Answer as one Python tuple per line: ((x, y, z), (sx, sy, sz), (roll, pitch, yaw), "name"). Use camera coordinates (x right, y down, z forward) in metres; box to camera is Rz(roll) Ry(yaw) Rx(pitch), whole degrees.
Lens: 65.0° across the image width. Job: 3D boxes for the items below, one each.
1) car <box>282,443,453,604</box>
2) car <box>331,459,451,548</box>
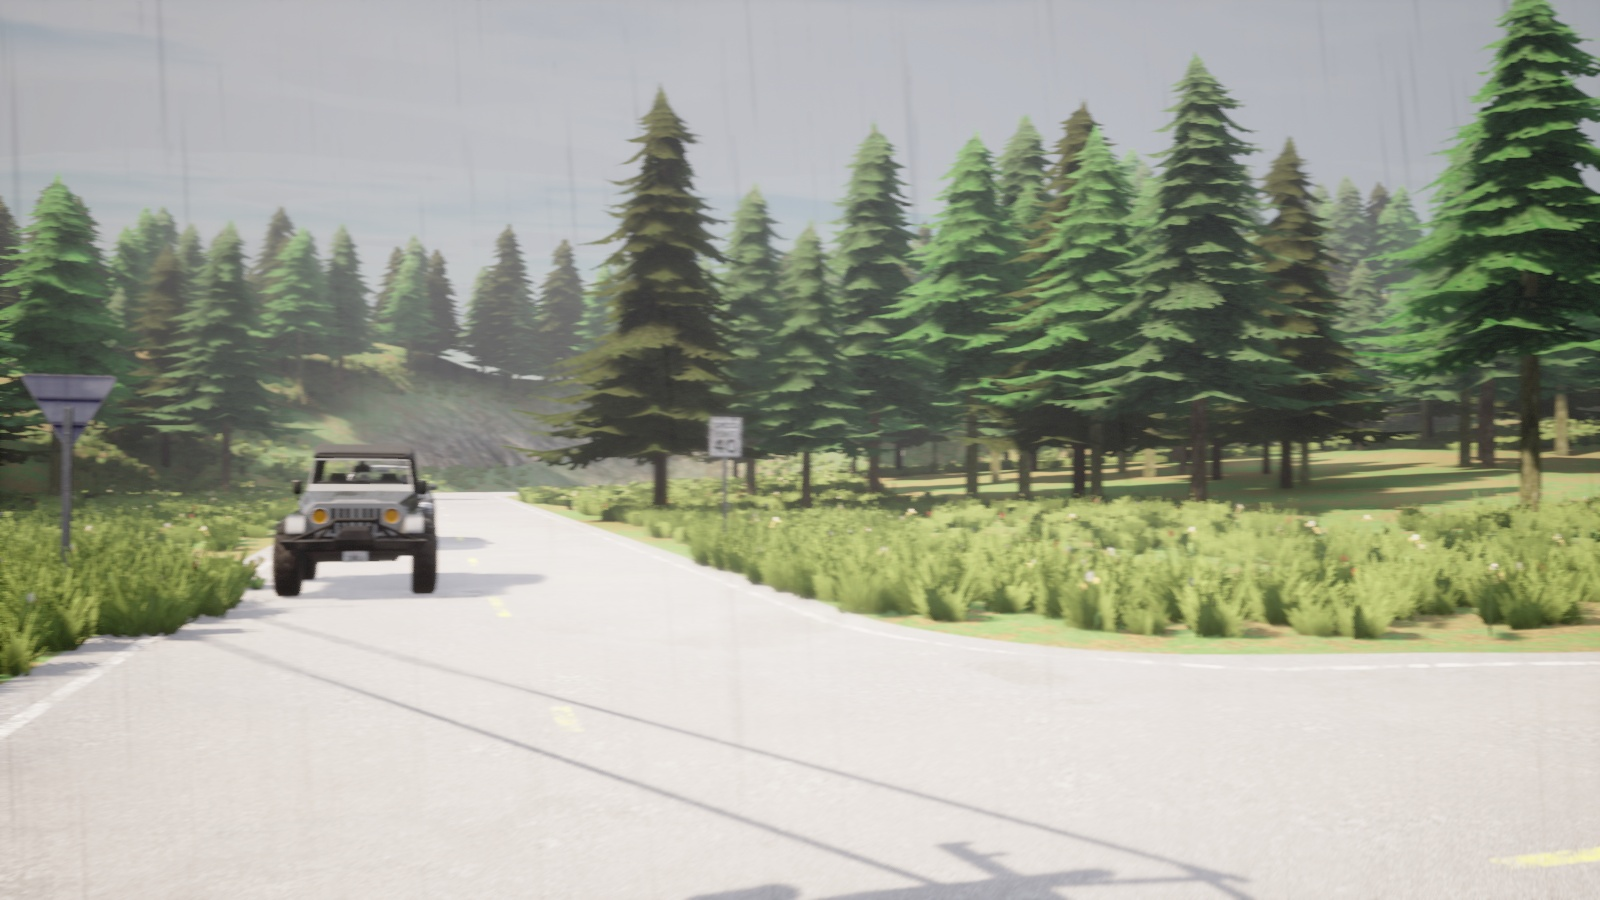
((-5.663, 0.894, 16.761), (1.905, 1.878, 3.866), (0, -1, -16), "car")
((-8.410, 1.035, 26.085), (2.152, 1.651, 5.027), (0, -1, -16), "car")
